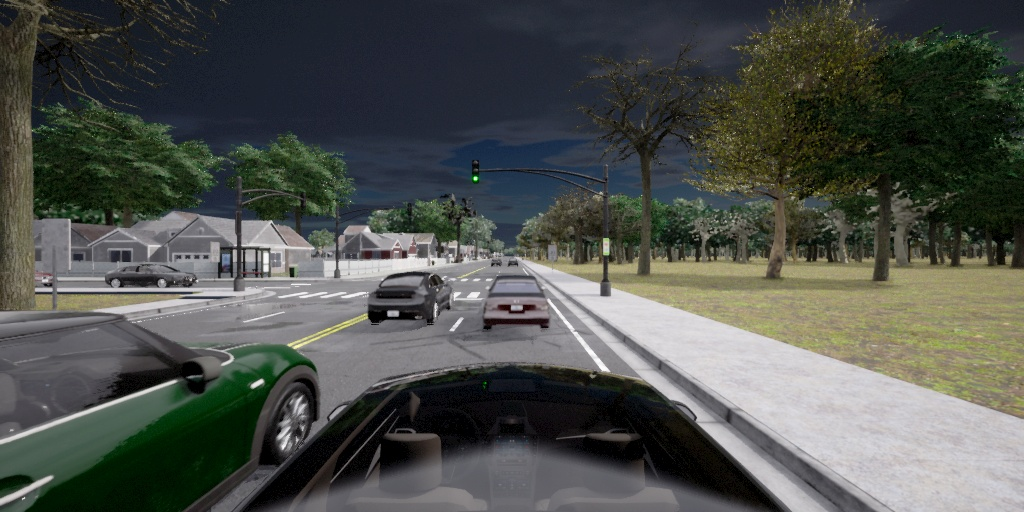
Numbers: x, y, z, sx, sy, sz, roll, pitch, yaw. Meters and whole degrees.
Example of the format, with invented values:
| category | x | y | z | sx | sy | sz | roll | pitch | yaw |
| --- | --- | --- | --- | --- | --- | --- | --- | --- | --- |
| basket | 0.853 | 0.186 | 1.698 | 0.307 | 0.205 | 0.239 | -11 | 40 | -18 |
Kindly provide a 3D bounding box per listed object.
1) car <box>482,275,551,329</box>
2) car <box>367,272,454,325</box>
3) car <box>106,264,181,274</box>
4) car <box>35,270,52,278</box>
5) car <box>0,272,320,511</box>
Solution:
| category | x | y | z | sx | sy | sz | roll | pitch | yaw |
| --- | --- | --- | --- | --- | --- | --- | --- | --- | --- |
| car | 0.117 | 1.300 | 11.195 | 2.033 | 1.411 | 5.357 | 0 | 0 | 0 |
| car | -3.155 | 1.259 | 11.884 | 1.837 | 1.490 | 4.892 | 0 | 0 | 0 |
| car | -22.907 | 1.292 | 22.877 | 4.892 | 1.490 | 1.837 | 0 | 0 | 0 |
| car | -32.194 | 1.328 | 22.954 | 4.674 | 1.442 | 1.812 | 0 | 0 | 0 |
| car | -3.148 | 1.101 | 2.083 | 2.097 | 1.767 | 4.553 | 0 | 0 | 0 |
